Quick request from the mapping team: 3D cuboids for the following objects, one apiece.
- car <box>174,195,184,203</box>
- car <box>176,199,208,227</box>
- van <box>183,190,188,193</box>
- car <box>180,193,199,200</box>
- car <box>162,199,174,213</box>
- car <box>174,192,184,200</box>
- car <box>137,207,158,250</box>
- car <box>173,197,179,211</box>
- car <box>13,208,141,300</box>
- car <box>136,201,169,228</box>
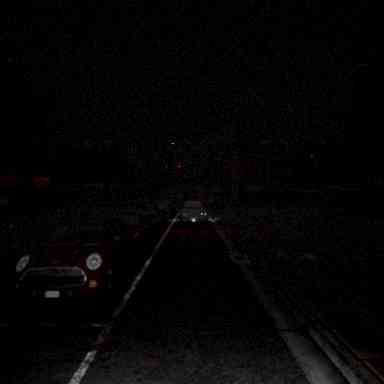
[{"bbox_3d":[-2.669,1.414,67.676,1.752,1.417,4.829,-2,0,0],"label":"car"},{"bbox_3d":[0.097,1.450,22.097,1.812,1.442,4.674,0,0,0],"label":"car"},{"bbox_3d":[-2.673,1.166,84.464,1.690,1.788,3.998,-1,0,0],"label":"van"},{"bbox_3d":[0.095,1.252,36.887,2.097,1.767,4.553,0,0,0],"label":"car"},{"bbox_3d":[-2.662,1.469,24.637,2.008,1.369,4.403,-2,0,0],"label":"car"},{"bbox_3d":[-2.672,1.332,62.309,1.967,1.590,4.097,-2,0,0],"label":"car"},{"bbox_3d":[-2.656,1.528,13.736,1.802,1.307,4.206,-1,0,0],"label":"car"},{"bbox_3d":[-2.663,1.482,35.531,1.802,1.307,4.206,-2,0,0],"label":"car"},{"bbox_3d":[-2.662,1.404,8.293,1.967,1.590,4.097,-2,0,0],"label":"car"},{"bbox_3d":[-2.661,1.481,19.188,2.008,1.369,4.403,-2,0,0],"label":"car"}]
